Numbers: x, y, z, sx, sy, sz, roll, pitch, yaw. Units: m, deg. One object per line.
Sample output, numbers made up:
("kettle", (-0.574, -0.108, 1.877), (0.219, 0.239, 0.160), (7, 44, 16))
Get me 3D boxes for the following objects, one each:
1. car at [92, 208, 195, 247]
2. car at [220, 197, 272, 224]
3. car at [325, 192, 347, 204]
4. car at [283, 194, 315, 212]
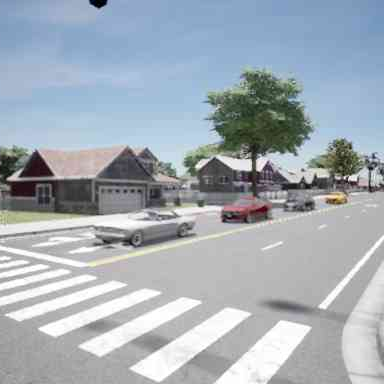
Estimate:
("car", (-1.905, 1.415, 14.308), (1.895, 1.301, 4.718), (0, 1, 35))
("car", (3.693, 1.141, 22.198), (1.882, 1.535, 5.008), (0, 1, 35))
("car", (18.773, 0.761, 43.267), (1.882, 1.535, 5.008), (0, 1, 35))
("car", (10.070, 0.987, 31.165), (2.128, 1.511, 4.902), (0, 1, 36))
